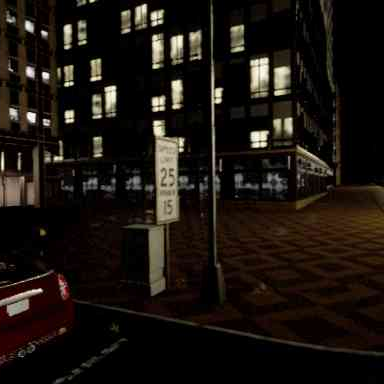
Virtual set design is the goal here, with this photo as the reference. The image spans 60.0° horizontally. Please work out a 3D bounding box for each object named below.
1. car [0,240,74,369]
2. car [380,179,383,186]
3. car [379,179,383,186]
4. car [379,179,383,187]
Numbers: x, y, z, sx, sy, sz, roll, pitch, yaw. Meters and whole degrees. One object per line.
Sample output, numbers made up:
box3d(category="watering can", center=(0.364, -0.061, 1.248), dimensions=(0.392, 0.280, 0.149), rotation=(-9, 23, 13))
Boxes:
box3d(category="car", center=(-3.761, 1.377, 4.764), dimensions=(4.097, 1.590, 1.967), rotation=(0, 1, 27))
box3d(category="car", center=(40.068, -1.902, 68.602), dimensions=(1.947, 1.339, 4.313), rotation=(1, 3, 26))
box3d(category="car", center=(42.548, -2.164, 73.588), dimensions=(1.887, 1.381, 4.507), rotation=(1, 3, 26))
box3d(category="car", center=(37.588, -1.677, 63.614), dimensions=(2.008, 1.369, 4.403), rotation=(1, 3, 26))
